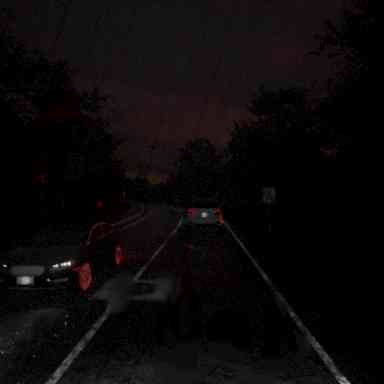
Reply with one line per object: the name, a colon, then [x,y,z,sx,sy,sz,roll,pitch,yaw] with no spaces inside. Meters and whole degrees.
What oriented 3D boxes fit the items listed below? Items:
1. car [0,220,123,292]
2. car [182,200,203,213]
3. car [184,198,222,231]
car: [-3.296,1.566,9.240,2.128,1.511,4.902,0,-1,3]
car: [0.017,1.844,42.519,2.128,1.511,4.902,1,-1,-6]
car: [0.783,1.394,21.854,2.150,2.045,5.566,0,0,1]
